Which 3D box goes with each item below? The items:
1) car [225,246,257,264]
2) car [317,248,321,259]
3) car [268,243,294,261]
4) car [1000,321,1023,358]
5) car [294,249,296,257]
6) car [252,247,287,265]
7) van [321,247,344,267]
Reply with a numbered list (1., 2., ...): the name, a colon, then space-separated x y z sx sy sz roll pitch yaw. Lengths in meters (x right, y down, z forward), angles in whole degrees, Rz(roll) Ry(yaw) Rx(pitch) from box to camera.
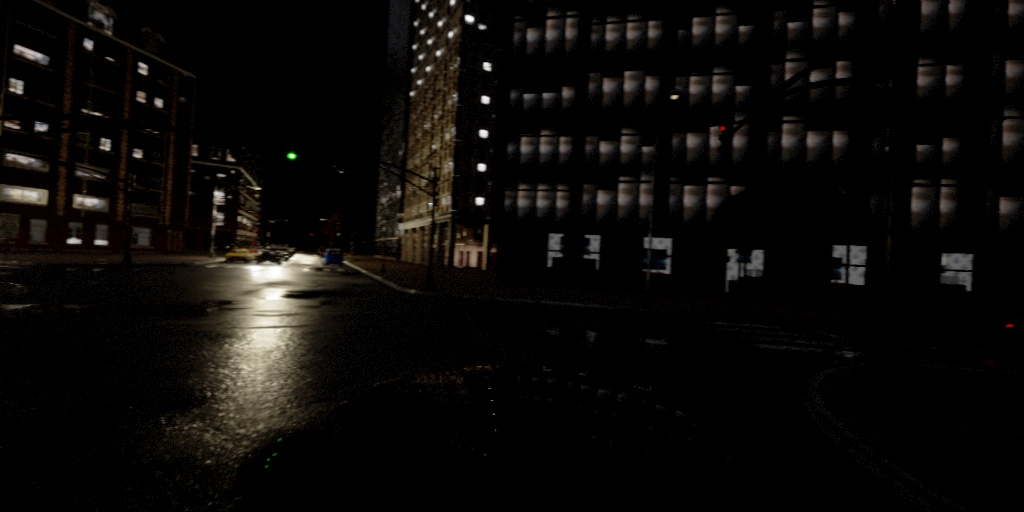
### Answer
1. car: -25.416 -0.092 33.408 1.751 1.417 4.829 0 0 -29
2. car: -29.488 -0.203 56.782 1.888 1.381 4.507 0 0 -29
3. car: -27.719 -0.488 42.690 2.150 2.045 5.566 3 0 -29
4. car: 14.218 1.961 7.965 4.181 1.385 1.994 3 0 11
5. car: -32.701 -0.405 51.687 2.033 1.411 5.357 3 0 -29
6. car: -22.902 0.132 34.029 1.895 1.301 4.718 3 0 -29
7. van: -18.637 0.127 37.411 1.690 1.789 3.998 0 0 -29
